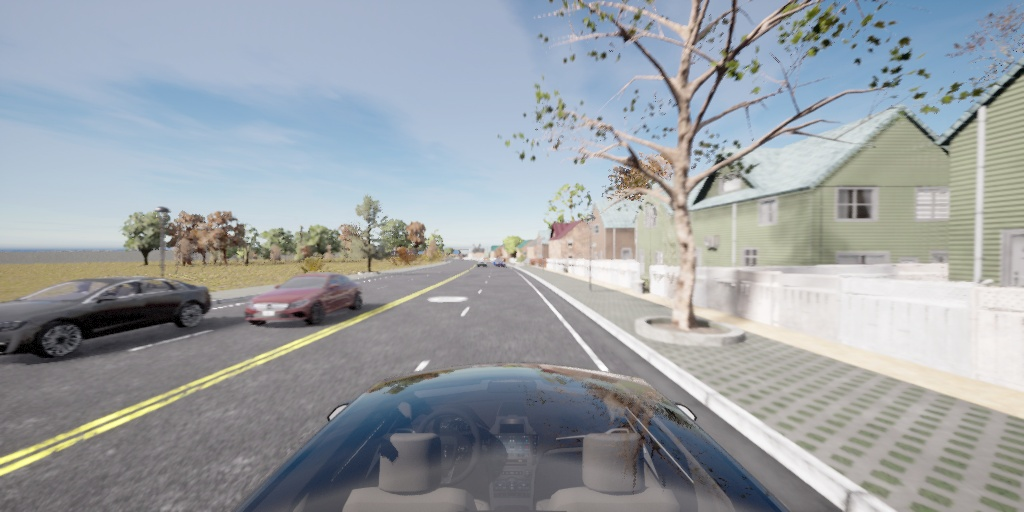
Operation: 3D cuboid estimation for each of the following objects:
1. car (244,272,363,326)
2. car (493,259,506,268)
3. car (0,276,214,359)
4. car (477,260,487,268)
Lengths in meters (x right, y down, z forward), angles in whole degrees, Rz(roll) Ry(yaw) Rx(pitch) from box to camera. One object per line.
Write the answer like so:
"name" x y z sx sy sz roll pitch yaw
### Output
"car" -6.556 1.293 11.959 1.812 1.442 4.674 0 0 0
"car" -2.133 1.439 64.622 1.895 1.301 4.718 0 0 -4
"car" -9.818 1.264 8.600 2.128 1.511 4.902 0 0 0
"car" -5.383 1.453 64.509 1.895 1.301 4.718 0 0 -4
